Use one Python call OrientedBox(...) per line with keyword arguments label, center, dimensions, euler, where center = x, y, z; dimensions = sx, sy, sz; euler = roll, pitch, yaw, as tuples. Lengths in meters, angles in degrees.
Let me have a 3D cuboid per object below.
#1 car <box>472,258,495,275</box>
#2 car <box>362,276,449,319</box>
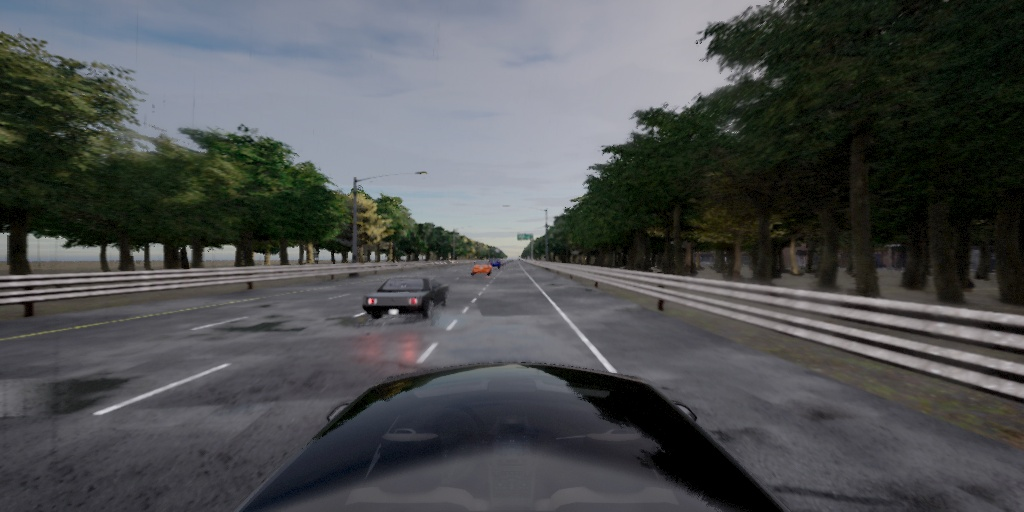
OrientedBox(label="car", center=(-3.406, 1.303, 41.906), dimensions=(2.097, 1.767, 4.553), euler=(0, 0, 0))
OrientedBox(label="car", center=(-3.494, 1.374, 12.818), dimensions=(1.895, 1.301, 4.718), euler=(0, 0, 0))
